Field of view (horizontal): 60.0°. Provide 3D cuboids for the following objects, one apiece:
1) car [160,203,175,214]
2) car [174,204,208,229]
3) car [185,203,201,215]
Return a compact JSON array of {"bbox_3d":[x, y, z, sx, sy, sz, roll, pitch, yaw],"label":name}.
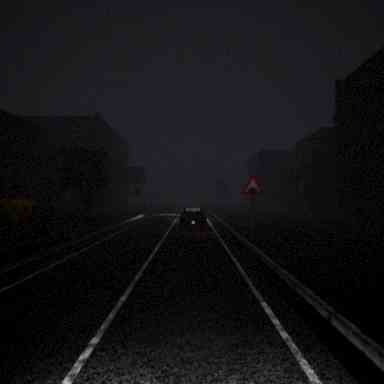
[{"bbox_3d":[-3.127,2.109,43.361,1.895,1.301,4.718,0,-1,0],"label":"car"},{"bbox_3d":[0.079,1.783,23.887,2.128,1.511,4.902,0,-1,0],"label":"car"},{"bbox_3d":[0.065,2.093,41.695,1.895,1.301,4.718,0,-1,0],"label":"car"}]
